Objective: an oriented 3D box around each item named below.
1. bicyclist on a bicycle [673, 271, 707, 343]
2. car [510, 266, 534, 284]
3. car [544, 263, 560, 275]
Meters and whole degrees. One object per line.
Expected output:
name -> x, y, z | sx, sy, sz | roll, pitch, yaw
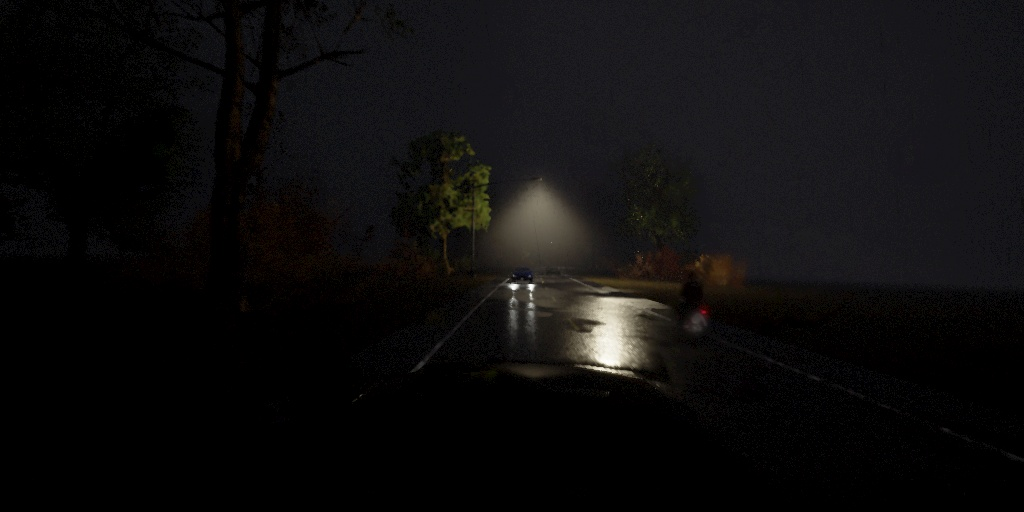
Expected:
bicyclist on a bicycle -> 4.604, 1.278, 9.391 | 0.659, 1.776, 1.843 | 1, 0, 1
car -> 0.962, 1.661, 31.965 | 1.812, 1.442, 4.674 | 1, -1, 3
car -> 6.273, 2.125, 55.118 | 1.994, 1.385, 4.181 | 1, -1, 5
